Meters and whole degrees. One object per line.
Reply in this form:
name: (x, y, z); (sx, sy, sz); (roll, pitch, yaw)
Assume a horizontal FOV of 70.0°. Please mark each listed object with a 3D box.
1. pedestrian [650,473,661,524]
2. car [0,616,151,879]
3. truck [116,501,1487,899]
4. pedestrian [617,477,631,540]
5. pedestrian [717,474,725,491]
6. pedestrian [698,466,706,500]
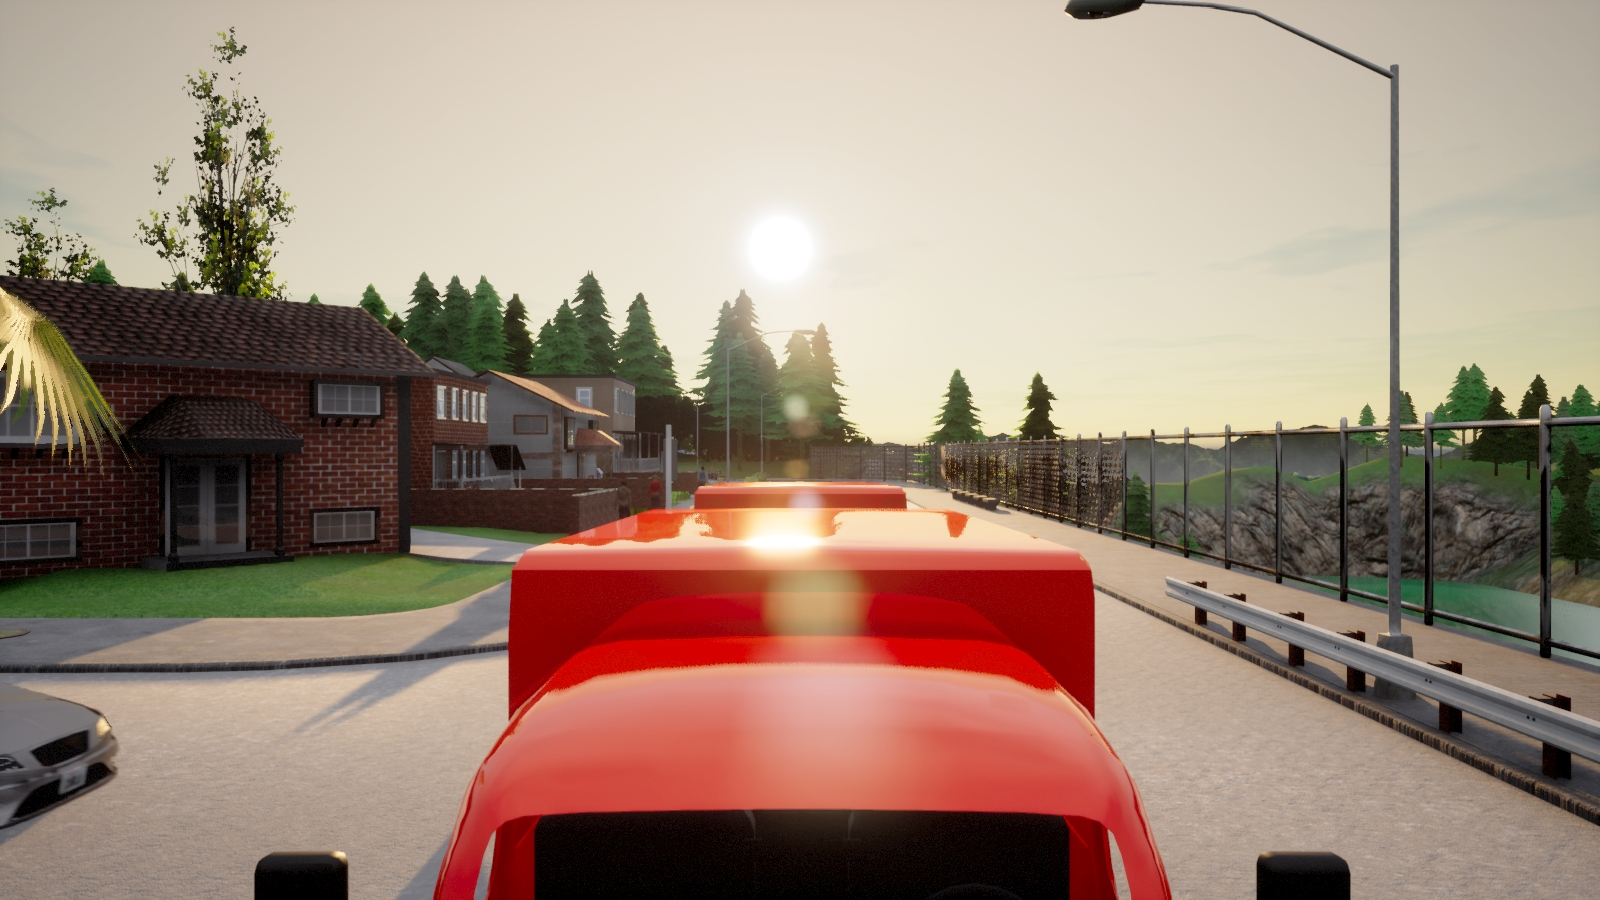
pedestrian: (-5.306, 1.762, 41.963); (0.375, 1.860, 0.375); (0, 0, 0)
car: (-7.305, 2.069, 8.280); (4.193, 1.474, 1.816); (0, 0, 2)
truck: (0.003, 1.569, 4.793); (2.627, 2.467, 5.204); (0, 0, 0)
pedestrian: (-5.317, 1.759, 34.484); (0.375, 1.860, 0.375); (0, 0, -1)
pedestrian: (-5.291, 2.153, 76.358); (0.500, 1.100, 0.500); (0, 0, 0)
pedestrian: (-5.293, 1.770, 61.675); (0.375, 1.860, 0.375); (0, 0, 0)
